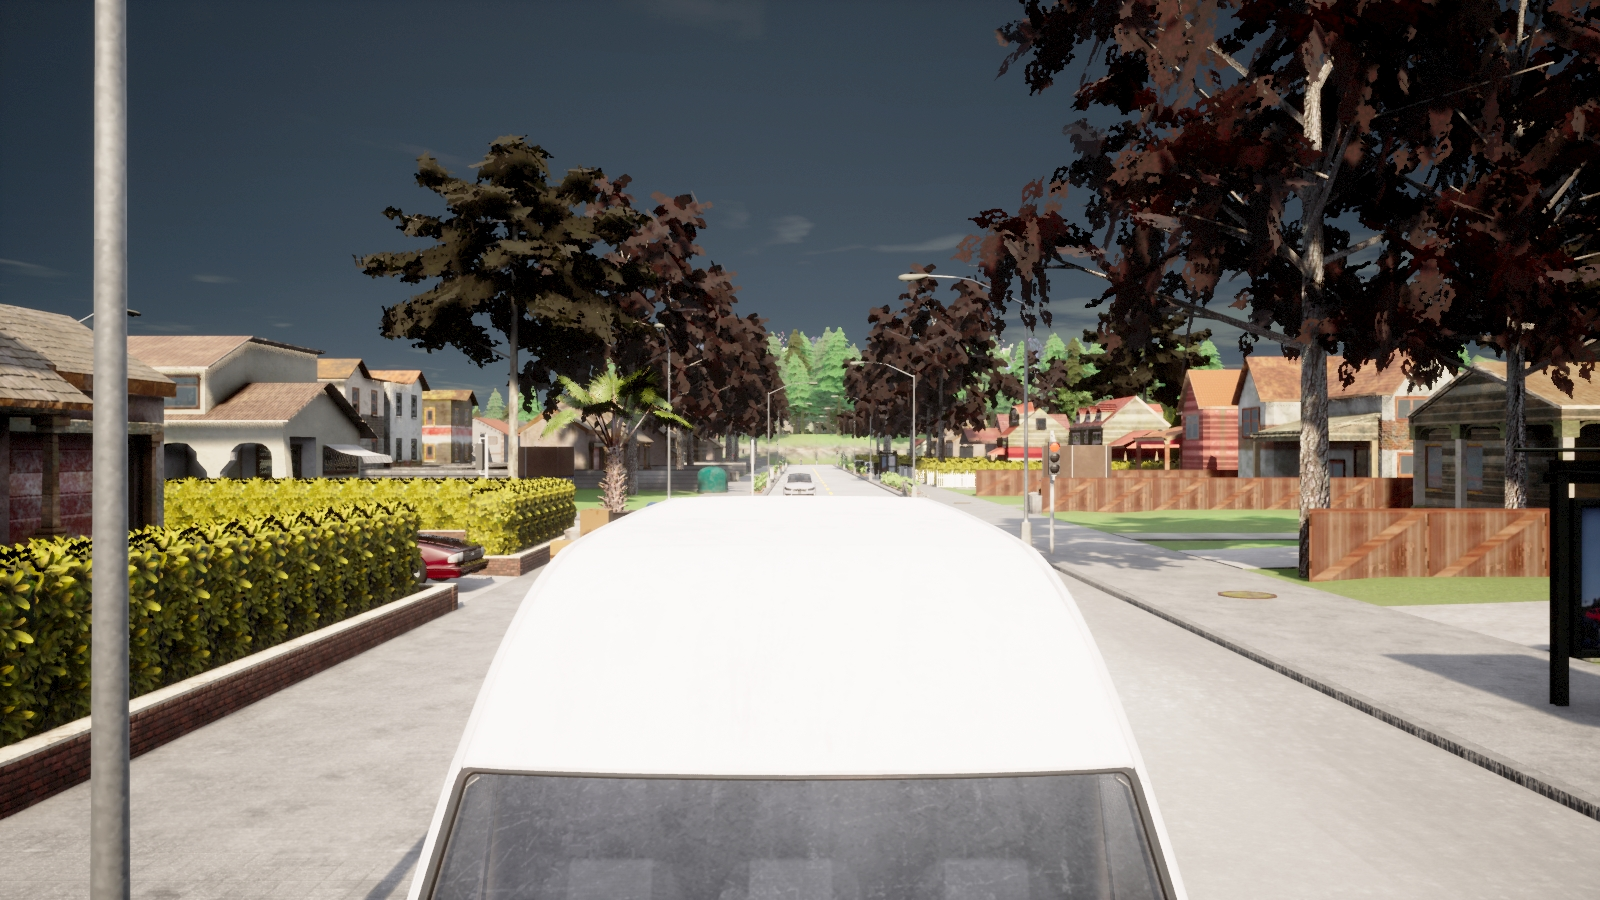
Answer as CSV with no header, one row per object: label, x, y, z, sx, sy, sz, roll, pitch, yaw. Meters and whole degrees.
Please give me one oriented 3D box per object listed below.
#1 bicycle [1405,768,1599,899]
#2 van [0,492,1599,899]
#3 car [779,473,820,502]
bicycle,2.687,2.062,3.843,0.329,1.471,1.835,0,0,0
van,0.002,1.537,4.030,1.988,2.561,5.915,0,0,0
car,-0.022,2.088,63.995,2.231,1.480,4.892,0,0,0
